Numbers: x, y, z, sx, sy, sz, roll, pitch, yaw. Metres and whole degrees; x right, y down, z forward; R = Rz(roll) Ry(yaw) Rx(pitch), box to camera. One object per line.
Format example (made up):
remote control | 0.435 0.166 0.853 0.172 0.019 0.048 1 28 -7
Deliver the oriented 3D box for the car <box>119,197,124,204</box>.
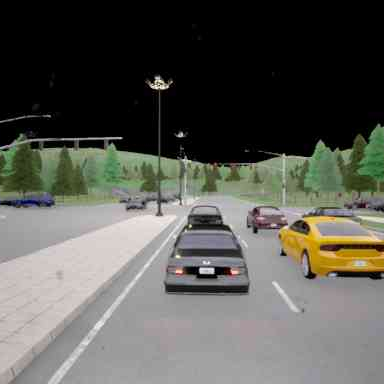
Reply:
car | -12.536 1.563 63.493 1.994 1.385 4.181 0 0 3

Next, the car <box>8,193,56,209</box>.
car | -21.577 1.222 45.611 5.566 2.045 2.150 0 1 2

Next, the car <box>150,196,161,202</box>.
car | -8.443 1.552 77.086 1.994 1.385 4.181 0 0 2

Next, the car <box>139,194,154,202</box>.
car | -9.089 1.490 62.534 2.128 1.511 4.902 0 0 3

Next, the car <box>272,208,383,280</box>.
car | 3.943 1.478 10.041 1.882 1.535 5.008 0 0 3

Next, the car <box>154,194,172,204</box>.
car | -5.537 1.600 63.456 1.895 1.301 4.718 0 0 3

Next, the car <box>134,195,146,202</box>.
car | -11.970 1.524 76.477 1.812 1.442 4.674 0 0 2

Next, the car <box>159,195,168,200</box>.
car | -7.866 1.552 91.319 1.994 1.385 4.181 0 0 2

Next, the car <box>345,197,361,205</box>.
car | 21.606 1.352 41.942 4.553 1.767 2.097 0 0 3

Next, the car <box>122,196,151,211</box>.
car | -6.552 1.564 39.586 1.994 1.385 4.181 0 0 2

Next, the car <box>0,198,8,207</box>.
car | -26.568 1.477 49.449 5.008 1.535 1.882 0 0 5

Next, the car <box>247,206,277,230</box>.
car | 4.278 1.526 19.260 1.812 1.442 4.674 0 0 3

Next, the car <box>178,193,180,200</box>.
car | -4.398 1.224 90.451 2.150 2.045 5.566 0 0 2

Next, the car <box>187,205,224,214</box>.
car | 0.743 1.478 18.656 1.882 1.535 5.008 0 0 3

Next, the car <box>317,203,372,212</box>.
car | 7.763 1.547 18.874 2.033 1.411 5.357 0 0 3

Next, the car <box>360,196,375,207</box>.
car | 22.691 1.491 38.381 4.902 1.511 2.128 0 0 3

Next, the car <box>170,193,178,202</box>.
car | -4.985 1.355 75.981 2.097 1.767 4.553 0 0 2

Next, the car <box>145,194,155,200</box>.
car | -11.390 1.354 90.784 2.097 1.767 4.553 0 0 2

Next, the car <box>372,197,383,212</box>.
car | 22.425 1.547 34.889 5.357 1.411 2.033 0 0 3

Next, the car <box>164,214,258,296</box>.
car | 0.387 1.547 8.837 2.033 1.411 5.357 0 0 2
